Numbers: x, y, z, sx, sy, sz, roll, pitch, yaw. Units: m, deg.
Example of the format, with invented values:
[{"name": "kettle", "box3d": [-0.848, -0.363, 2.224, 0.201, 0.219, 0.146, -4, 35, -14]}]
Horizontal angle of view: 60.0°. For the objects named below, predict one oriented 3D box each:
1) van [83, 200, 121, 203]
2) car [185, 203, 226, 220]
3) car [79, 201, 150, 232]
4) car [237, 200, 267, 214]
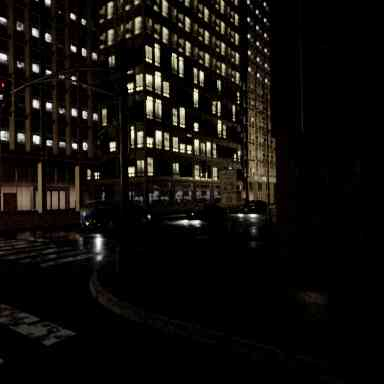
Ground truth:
[{"name": "van", "box3d": [-5.988, 1.458, 23.505, 1.690, 1.788, 3.998, -2, -1, 36]}, {"name": "car", "box3d": [1.216, 1.647, 29.072, 1.994, 1.385, 4.181, -1, -1, 36]}, {"name": "car", "box3d": [-4.646, 1.569, 20.970, 1.837, 1.490, 4.892, -1, -1, 33]}, {"name": "car", "box3d": [7.115, 1.629, 37.259, 1.812, 1.442, 4.674, -1, -1, 36]}]
